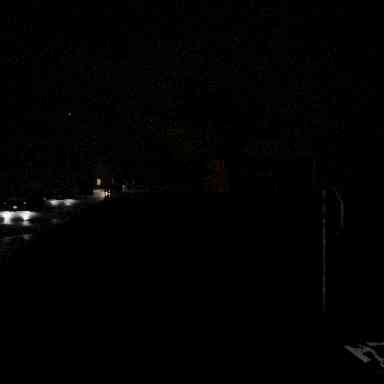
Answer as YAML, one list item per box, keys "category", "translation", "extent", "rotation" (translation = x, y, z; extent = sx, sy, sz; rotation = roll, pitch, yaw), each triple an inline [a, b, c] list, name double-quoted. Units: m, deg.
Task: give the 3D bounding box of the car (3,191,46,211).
- category: "car"
  translation: [-13.113, 0.620, 26.405]
  extent: [2.033, 1.411, 5.357]
  rotation: [0, 2, -10]

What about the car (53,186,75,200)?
- category: "car"
  translation: [-15.454, 0.107, 40.445]
  extent: [1.837, 1.490, 4.892]
  rotation: [0, 2, -9]
